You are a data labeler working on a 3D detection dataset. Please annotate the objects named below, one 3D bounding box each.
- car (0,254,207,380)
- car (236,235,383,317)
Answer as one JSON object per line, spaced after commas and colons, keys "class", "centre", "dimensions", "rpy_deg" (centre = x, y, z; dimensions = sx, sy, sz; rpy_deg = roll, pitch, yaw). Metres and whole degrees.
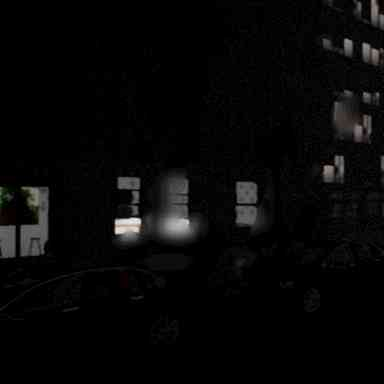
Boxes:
{"class": "car", "centre": [-1.873, 1.670, 4.893], "dimensions": [4.403, 1.369, 2.008], "rpy_deg": [1, -1, -30]}
{"class": "car", "centre": [3.050, 1.722, 7.717], "dimensions": [4.403, 1.369, 2.008], "rpy_deg": [1, -1, -30]}
